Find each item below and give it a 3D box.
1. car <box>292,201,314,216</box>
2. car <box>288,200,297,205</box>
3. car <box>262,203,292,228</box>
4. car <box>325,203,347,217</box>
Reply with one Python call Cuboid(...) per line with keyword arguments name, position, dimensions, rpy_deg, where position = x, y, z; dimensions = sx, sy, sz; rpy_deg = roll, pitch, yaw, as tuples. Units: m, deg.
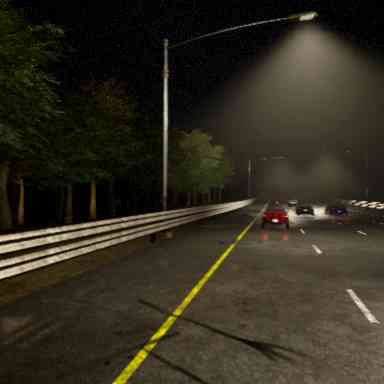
Cuboid(name="car", position=(13.867, 2.154, 41.019), dimensions=(1.994, 1.385, 4.181), rpy_deg=(0, -1, 14))
Cuboid(name="car", position=(20.127, 2.309, 66.205), dimensions=(2.128, 1.511, 4.902), rpy_deg=(0, 0, 14))
Cuboid(name="car", position=(6.203, 1.807, 24.697), dimensions=(1.812, 1.442, 4.674), rpy_deg=(0, -1, 14))
Cuboid(name="car", position=(17.166, 2.079, 39.781), dimensions=(1.882, 1.535, 5.008), rpy_deg=(0, -1, 14))
